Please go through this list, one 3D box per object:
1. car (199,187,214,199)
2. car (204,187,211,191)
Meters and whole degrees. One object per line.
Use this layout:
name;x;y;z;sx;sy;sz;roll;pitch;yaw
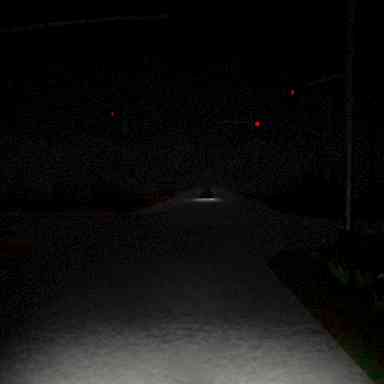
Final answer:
car;2.119;0.336;48.325;1.994;1.385;4.181;0;2;3
car;4.405;-0.876;95.442;1.895;1.301;4.718;0;1;3
